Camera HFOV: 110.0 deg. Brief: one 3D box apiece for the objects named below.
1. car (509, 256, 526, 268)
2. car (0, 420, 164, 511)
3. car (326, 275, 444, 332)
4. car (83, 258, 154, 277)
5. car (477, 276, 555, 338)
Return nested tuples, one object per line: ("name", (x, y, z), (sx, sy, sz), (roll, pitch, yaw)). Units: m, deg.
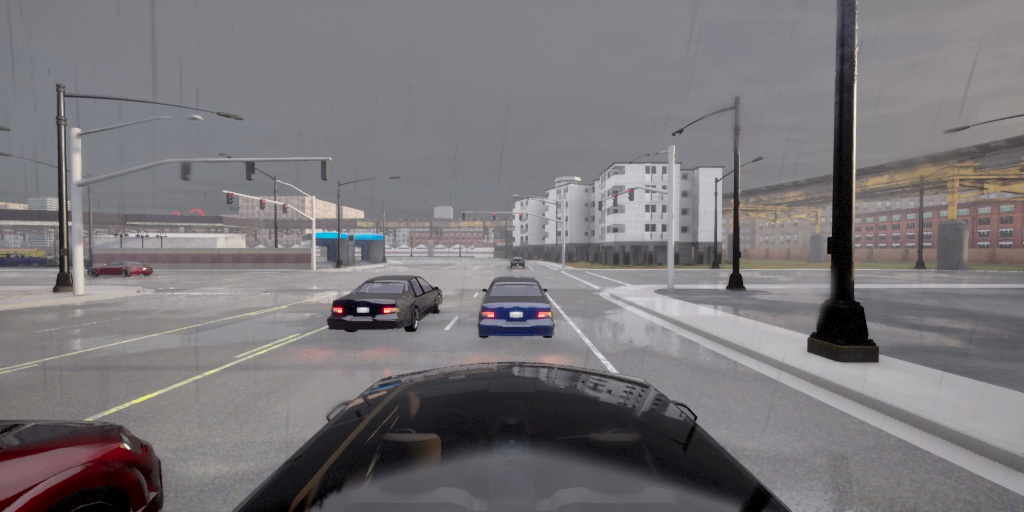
("car", (0.695, 0.771, 46.184), (1.837, 1.490, 4.892), (0, 1, 0))
("car", (-3.394, 1.314, 0.711), (1.994, 1.385, 4.181), (0, 0, -1))
("car", (-3.408, 1.274, 10.708), (2.033, 1.411, 5.357), (0, 0, 0))
("car", (-33.766, 1.084, 30.947), (4.181, 1.385, 1.994), (0, 1, -1))
("car", (0.088, 1.280, 10.107), (2.033, 1.411, 5.357), (0, 0, 0))
